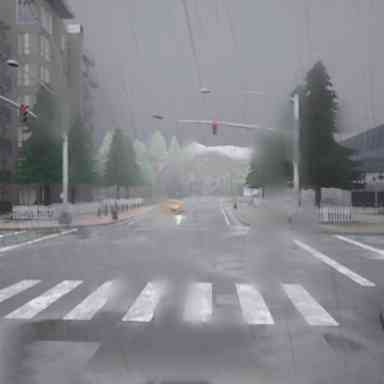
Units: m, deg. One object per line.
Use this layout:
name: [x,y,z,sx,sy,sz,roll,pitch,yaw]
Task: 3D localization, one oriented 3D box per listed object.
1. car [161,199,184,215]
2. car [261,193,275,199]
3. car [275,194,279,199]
car: [-1.968,1.496,34.128,1.882,1.535,5.008,0,1,4]
car: [18.838,1.273,82.823,1.845,1.501,3.633,0,0,4]
car: [22.385,1.272,89.990,1.970,1.475,3.806,0,0,4]
